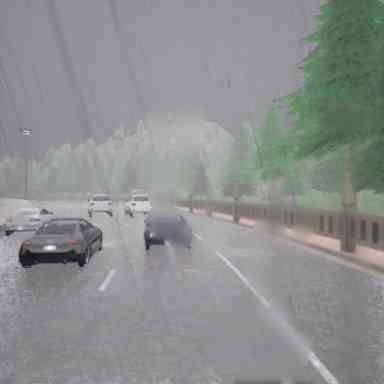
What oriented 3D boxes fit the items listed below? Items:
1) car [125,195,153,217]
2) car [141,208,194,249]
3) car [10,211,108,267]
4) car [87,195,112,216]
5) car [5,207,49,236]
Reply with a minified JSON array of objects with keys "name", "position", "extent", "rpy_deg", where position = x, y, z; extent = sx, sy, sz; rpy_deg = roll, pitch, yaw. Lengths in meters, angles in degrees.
[{"name":"car","position":[-5.181,1.268,32.126],"extent":[2.150,2.045,5.566],"rpy_deg":[0,0,-18]},{"name":"car","position":[-1.162,1.618,14.677],"extent":[1.895,1.301,4.718],"rpy_deg":[0,0,-8]},{"name":"car","position":[-4.335,1.589,11.605],"extent":[1.994,1.385,4.181],"rpy_deg":[0,0,-7]},{"name":"car","position":[-9.268,1.283,33.382],"extent":[2.150,2.045,5.566],"rpy_deg":[0,0,-19]},{"name":"car","position":[-9.026,1.574,18.876],"extent":[1.812,1.442,4.674],"rpy_deg":[0,0,-11]}]
